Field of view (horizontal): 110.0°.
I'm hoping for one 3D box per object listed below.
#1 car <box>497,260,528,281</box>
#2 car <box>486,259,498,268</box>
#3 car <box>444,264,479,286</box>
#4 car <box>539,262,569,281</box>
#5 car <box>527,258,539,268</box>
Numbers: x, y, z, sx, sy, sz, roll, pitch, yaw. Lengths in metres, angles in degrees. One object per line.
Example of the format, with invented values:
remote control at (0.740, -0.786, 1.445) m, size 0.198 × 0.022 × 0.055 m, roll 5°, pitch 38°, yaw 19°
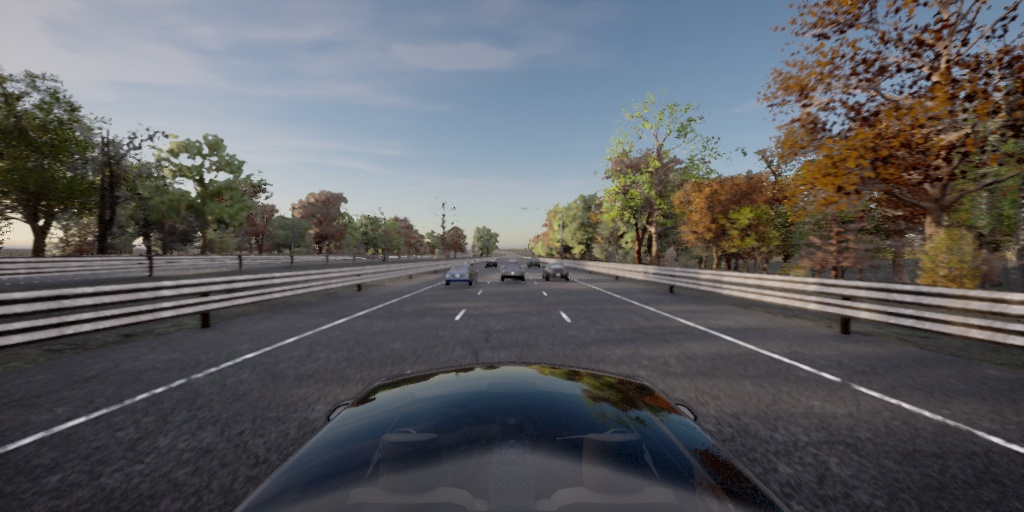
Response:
car at (0.070, 1.314, 30.111) m, size 1.994 × 1.385 × 4.181 m, roll 0°, pitch 0°, yaw 0°
car at (-3.405, 1.226, 61.744) m, size 1.882 × 1.535 × 5.008 m, roll 0°, pitch 0°, yaw 0°
car at (-3.464, 1.297, 25.351) m, size 2.033 × 1.411 × 5.357 m, roll 0°, pitch 0°, yaw 1°
car at (3.569, 1.274, 29.872) m, size 1.812 × 1.442 × 4.674 m, roll 0°, pitch 0°, yaw 0°
car at (3.594, 1.099, 61.118) m, size 2.097 × 1.767 × 4.553 m, roll 0°, pitch 0°, yaw 0°
